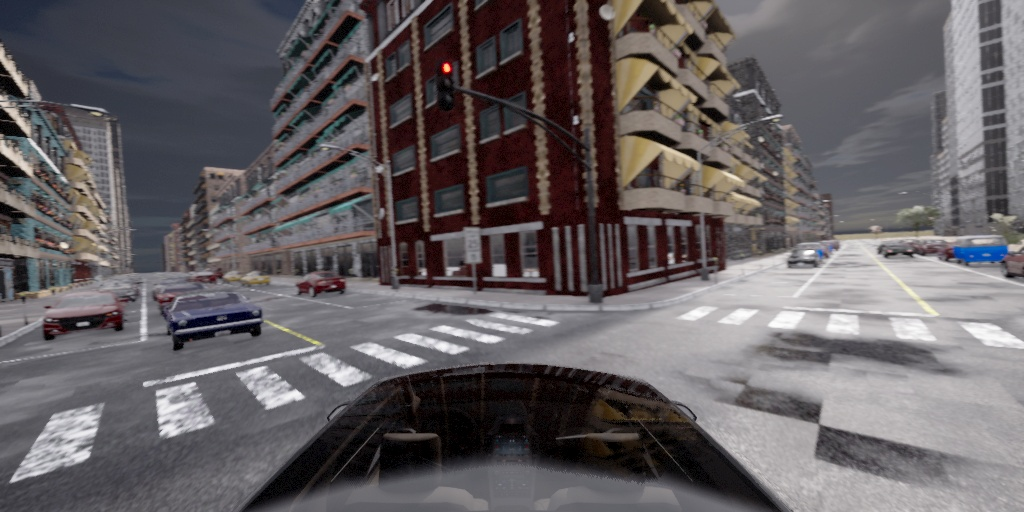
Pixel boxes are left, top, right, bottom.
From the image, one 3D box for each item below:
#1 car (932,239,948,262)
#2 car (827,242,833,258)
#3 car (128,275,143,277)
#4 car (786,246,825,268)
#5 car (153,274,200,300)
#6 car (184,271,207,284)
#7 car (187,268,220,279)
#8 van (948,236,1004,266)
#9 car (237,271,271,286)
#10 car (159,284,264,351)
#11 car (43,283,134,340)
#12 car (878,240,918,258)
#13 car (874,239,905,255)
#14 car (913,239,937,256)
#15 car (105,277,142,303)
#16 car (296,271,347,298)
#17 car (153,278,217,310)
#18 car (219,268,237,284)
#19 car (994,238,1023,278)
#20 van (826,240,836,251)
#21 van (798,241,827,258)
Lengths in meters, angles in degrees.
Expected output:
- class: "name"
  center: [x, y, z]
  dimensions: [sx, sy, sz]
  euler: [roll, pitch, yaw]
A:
- class: "car"
  center: [32.486, -0.350, 26.046]
  dimensions: [1.888, 1.381, 4.507]
  euler: [0, 0, 44]
- class: "car"
  center: [34.185, -0.487, 39.958]
  dimensions: [1.888, 1.381, 4.507]
  euler: [0, 0, 44]
- class: "car"
  center: [-29.446, 2.389, 27.099]
  dimensions: [4.097, 1.591, 1.967]
  euler: [0, 0, 44]
- class: "car"
  center: [22.534, 0.145, 27.679]
  dimensions: [1.948, 1.339, 4.313]
  euler: [0, 0, 44]
- class: "car"
  center: [-23.129, 2.209, 24.496]
  dimensions: [4.181, 1.385, 1.994]
  euler: [-2, 1, 44]
- class: "car"
  center: [-41.396, 2.778, 46.805]
  dimensions: [4.892, 1.490, 1.837]
  euler: [-2, 1, 45]
- class: "car"
  center: [-34.235, 2.474, 39.810]
  dimensions: [5.008, 1.535, 1.882]
  euler: [-2, 1, 44]
- class: "van"
  center: [28.603, -0.351, 21.953]
  dimensions: [1.690, 1.789, 3.998]
  euler: [0, 0, 44]
- class: "car"
  center: [-23.729, 2.052, 33.213]
  dimensions: [4.829, 1.417, 1.751]
  euler: [0, 0, 44]
- class: "car"
  center: [-8.873, 1.700, 10.562]
  dimensions: [4.718, 1.301, 1.895]
  euler: [-2, 1, 44]
- class: "car"
  center: [-14.957, 1.941, 12.759]
  dimensions: [4.507, 1.381, 1.888]
  euler: [0, 0, 44]
- class: "car"
  center: [36.144, -0.501, 33.643]
  dimensions: [1.895, 1.301, 4.718]
  euler: [-3, 0, 44]
- class: "car"
  center: [42.919, -0.956, 40.889]
  dimensions: [1.837, 1.490, 4.892]
  euler: [-3, 0, 44]
- class: "car"
  center: [40.253, -0.863, 34.231]
  dimensions: [1.967, 1.591, 4.097]
  euler: [0, 0, 44]
- class: "car"
  center: [-25.383, 2.344, 23.129]
  dimensions: [4.403, 1.370, 2.007]
  euler: [0, 0, 44]
- class: "car"
  center: [-11.350, 1.599, 21.261]
  dimensions: [4.507, 1.381, 1.888]
  euler: [0, 0, 44]
- class: "car"
  center: [-15.936, 1.970, 17.467]
  dimensions: [4.718, 1.301, 1.895]
  euler: [-2, 1, 44]
- class: "car"
  center: [-31.853, 2.365, 41.154]
  dimensions: [4.829, 1.417, 1.751]
  euler: [0, 0, 44]
- class: "car"
  center: [20.835, 0.151, 13.767]
  dimensions: [1.967, 1.591, 4.097]
  euler: [0, 0, 44]
- class: "van"
  center: [41.954, -1.104, 48.146]
  dimensions: [1.690, 1.789, 3.998]
  euler: [0, 0, 44]
- class: "van"
  center: [26.418, -0.283, 31.772]
  dimensions: [1.690, 1.789, 3.998]
  euler: [0, 0, 44]
